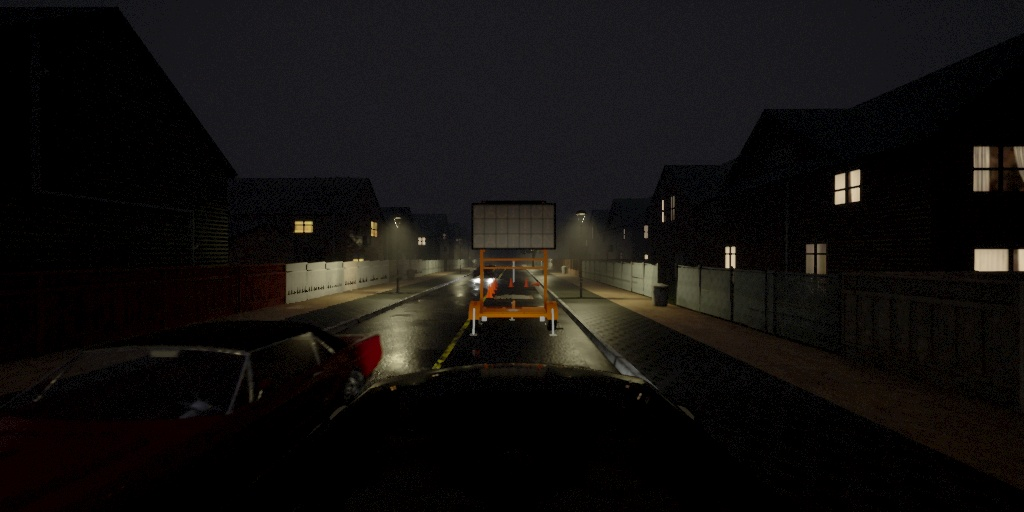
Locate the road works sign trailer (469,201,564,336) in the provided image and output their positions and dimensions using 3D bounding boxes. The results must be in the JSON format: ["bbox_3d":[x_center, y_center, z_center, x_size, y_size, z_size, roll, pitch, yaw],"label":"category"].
[{"bbox_3d":[0.049,0.214,10.390,2.380,3.560,2.880,0,0,1],"label":"road works sign trailer"}]

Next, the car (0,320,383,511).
[{"bbox_3d":[-2.845,1.350,3.070,1.895,1.301,4.718,0,0,0],"label":"car"}]

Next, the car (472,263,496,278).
[{"bbox_3d":[-2.586,1.363,34.140,1.994,1.385,4.181,0,0,0],"label":"car"}]
